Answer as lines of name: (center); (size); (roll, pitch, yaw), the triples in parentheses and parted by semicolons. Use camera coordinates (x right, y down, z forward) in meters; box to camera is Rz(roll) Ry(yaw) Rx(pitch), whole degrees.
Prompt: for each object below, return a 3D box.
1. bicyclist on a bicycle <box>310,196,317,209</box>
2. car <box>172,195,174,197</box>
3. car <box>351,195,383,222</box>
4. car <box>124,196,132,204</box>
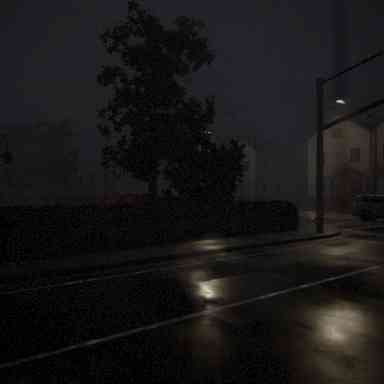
bicyclist on a bicycle: (15.200, 1.303, 41.376); (1.656, 1.620, 0.582); (0, 0, -35)
car: (-3.431, 1.353, 55.169); (2.097, 1.767, 4.553); (0, 0, -35)
car: (14.750, 1.223, 24.441); (5.566, 2.045, 2.150); (0, 0, 43)
car: (-10.459, 1.350, 58.888); (2.097, 1.767, 4.553); (0, 0, -35)
